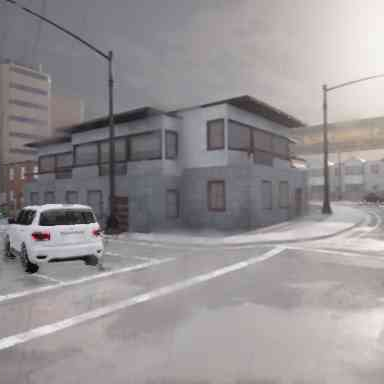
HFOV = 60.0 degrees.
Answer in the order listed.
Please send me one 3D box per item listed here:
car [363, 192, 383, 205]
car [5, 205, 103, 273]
[{"bbox_3d":[22.679,0.768,40.430,1.837,1.490,4.892,1,0,1],"label":"car"},{"bbox_3d":[-4.991,1.472,11.686,2.150,2.045,5.566,0,-2,-36],"label":"car"}]
